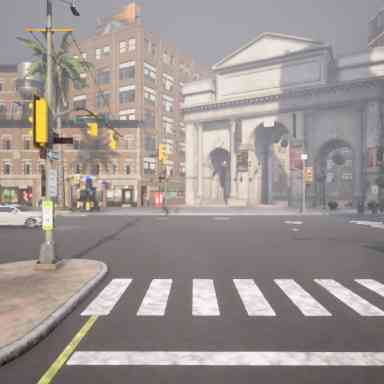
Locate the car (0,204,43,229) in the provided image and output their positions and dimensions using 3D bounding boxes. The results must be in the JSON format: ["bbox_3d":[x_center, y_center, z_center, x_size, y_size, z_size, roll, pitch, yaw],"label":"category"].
[{"bbox_3d":[-11.314,1.526,21.134,4.674,1.442,1.812,0,0,0],"label":"car"}]
